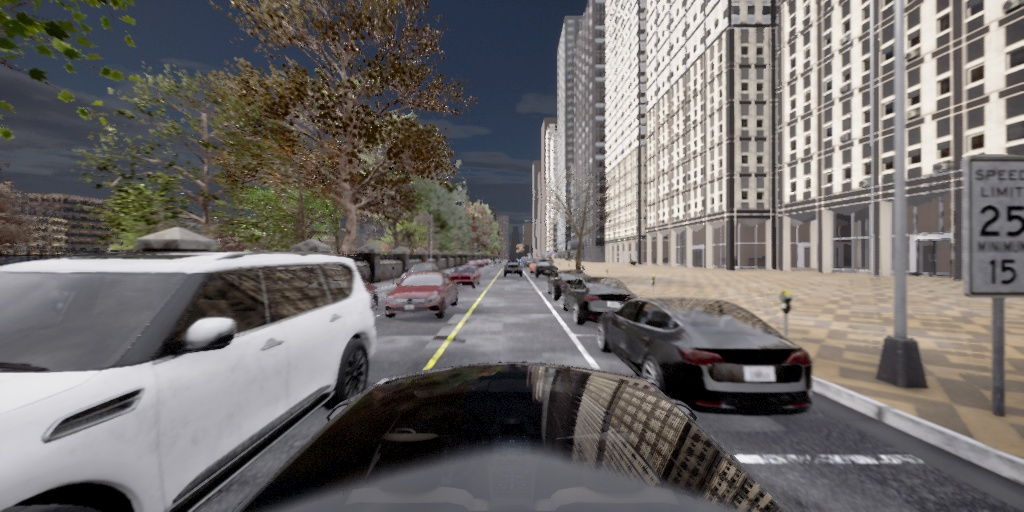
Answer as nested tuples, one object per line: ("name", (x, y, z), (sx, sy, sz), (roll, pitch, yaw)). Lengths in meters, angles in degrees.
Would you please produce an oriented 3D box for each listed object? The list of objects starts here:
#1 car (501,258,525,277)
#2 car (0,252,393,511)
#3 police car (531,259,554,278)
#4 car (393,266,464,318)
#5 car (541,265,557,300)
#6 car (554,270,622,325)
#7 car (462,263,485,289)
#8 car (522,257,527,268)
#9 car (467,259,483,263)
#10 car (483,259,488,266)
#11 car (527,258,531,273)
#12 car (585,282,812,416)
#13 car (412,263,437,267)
("car", (0.102, 1.260, 35.838), (1.837, 1.490, 4.892), (0, 0, 0))
("car", (-3.099, 0.971, 3.194), (2.150, 2.045, 5.566), (0, 0, 0))
("police car", (3.135, 1.178, 34.400), (1.930, 1.638, 5.238), (0, 0, 0))
("car", (-3.085, 1.274, 13.074), (1.812, 1.442, 4.674), (0, 0, 0))
("car", (2.689, 1.314, 17.243), (1.948, 1.339, 4.313), (0, 0, 0))
("car", (2.689, 1.314, 11.611), (1.948, 1.339, 4.313), (0, 0, 0))
("car", (-3.092, 1.350, 23.398), (1.895, 1.301, 4.718), (0, 0, 0))
("car", (2.691, 1.319, 56.669), (2.007, 1.370, 4.403), (0, 0, 0))
("car", (-5.690, 1.309, 51.037), (1.888, 1.381, 4.507), (0, 0, 0))
("car", (-5.689, 1.318, 62.302), (1.888, 1.381, 4.507), (0, 0, 0))
("car", (3.115, 1.110, 41.261), (2.097, 1.767, 4.553), (0, 0, 0))
("car", (2.688, 1.315, 5.978), (1.948, 1.339, 4.313), (0, 0, 0))
("car", (-5.691, 1.189, 22.876), (1.967, 1.591, 4.097), (0, 0, 0))
